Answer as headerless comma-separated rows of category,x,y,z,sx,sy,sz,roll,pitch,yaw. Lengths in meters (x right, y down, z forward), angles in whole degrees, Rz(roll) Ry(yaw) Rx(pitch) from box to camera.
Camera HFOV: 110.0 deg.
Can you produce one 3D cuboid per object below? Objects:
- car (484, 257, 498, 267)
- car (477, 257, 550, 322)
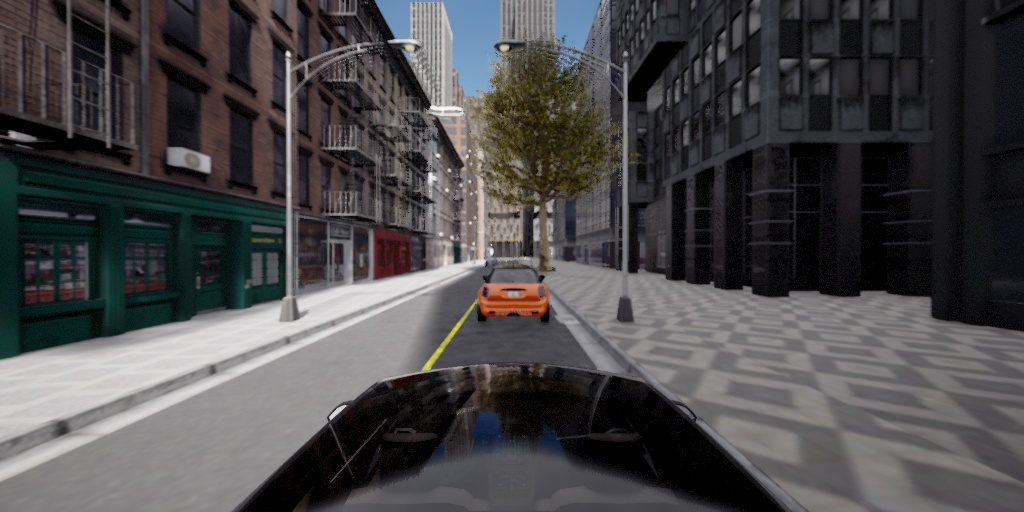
car,-3.043,0.858,53.850,1.812,1.442,4.674,0,0,0
car,0.061,1.036,12.014,2.097,1.767,4.553,0,1,1
